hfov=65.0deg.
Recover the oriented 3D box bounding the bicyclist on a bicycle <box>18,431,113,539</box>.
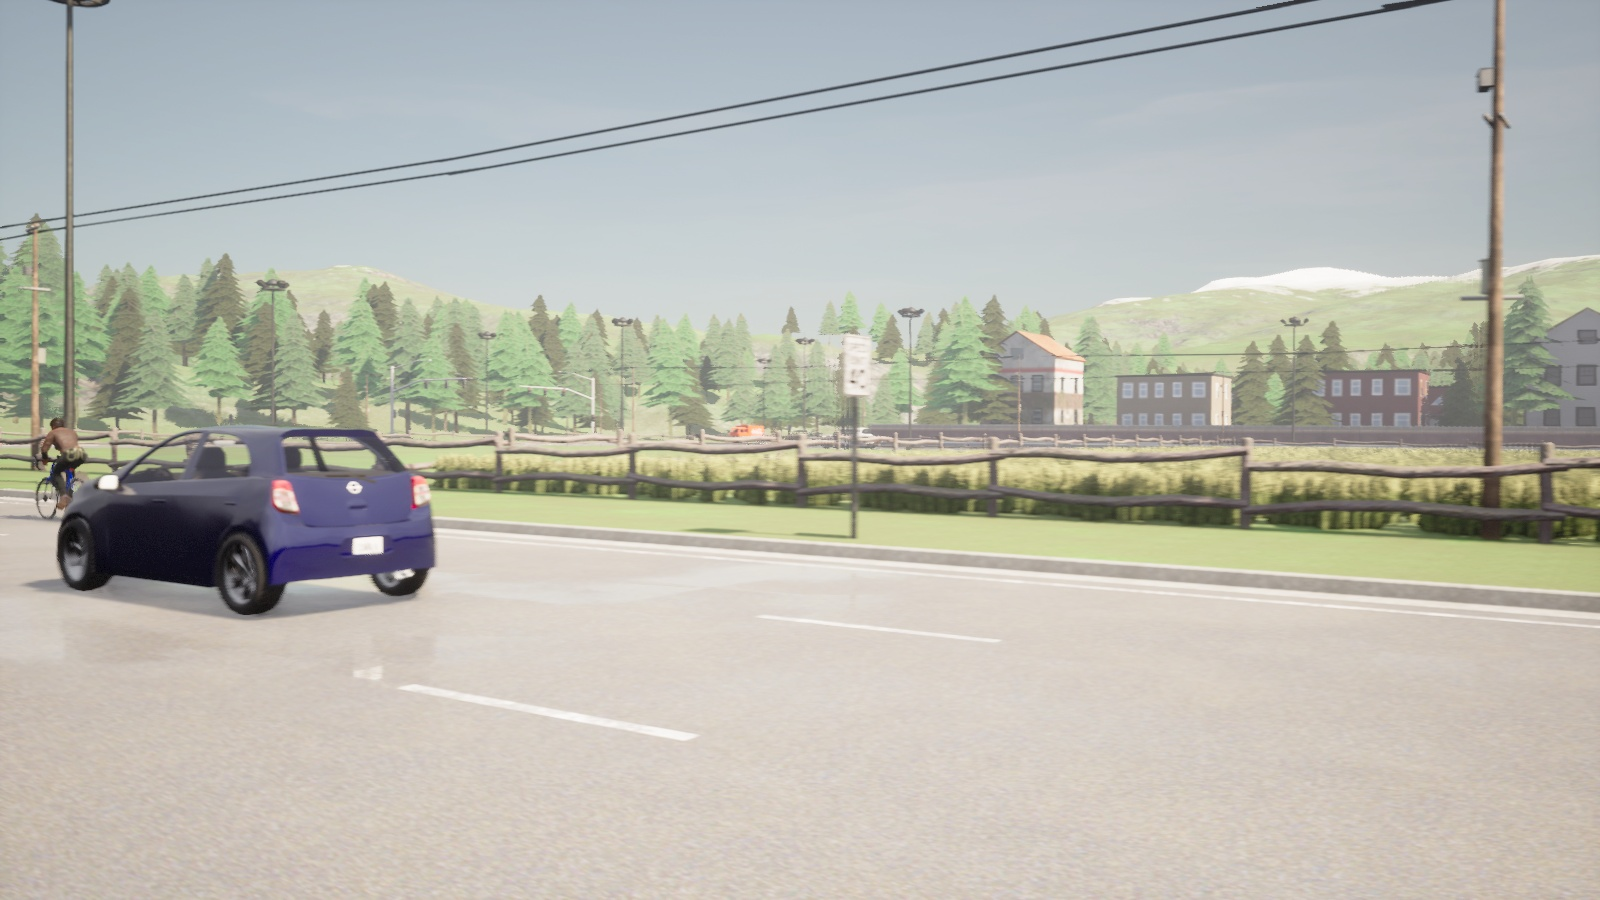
[{"bbox_3d":[-11.521,0.532,19.680,1.656,1.620,0.582,-1,1,34],"label":"bicyclist on a bicycle"}]

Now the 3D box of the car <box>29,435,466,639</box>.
[{"bbox_3d":[-4.921,0.644,11.096,3.633,1.501,1.845,0,1,34],"label":"car"}]
